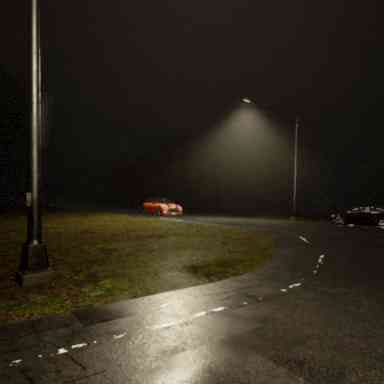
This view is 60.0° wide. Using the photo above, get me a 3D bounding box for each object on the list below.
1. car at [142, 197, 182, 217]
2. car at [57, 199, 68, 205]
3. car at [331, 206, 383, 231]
[{"bbox_3d":[-2.781,1.315,30.406,2.097,1.767,4.553,4,-3,-35],"label":"car"},{"bbox_3d":[-34.003,2.635,87.459,1.994,1.385,4.181,4,-3,-35],"label":"car"},{"bbox_3d":[11.643,1.682,21.914,2.128,1.511,4.902,4,-3,-35],"label":"car"}]
